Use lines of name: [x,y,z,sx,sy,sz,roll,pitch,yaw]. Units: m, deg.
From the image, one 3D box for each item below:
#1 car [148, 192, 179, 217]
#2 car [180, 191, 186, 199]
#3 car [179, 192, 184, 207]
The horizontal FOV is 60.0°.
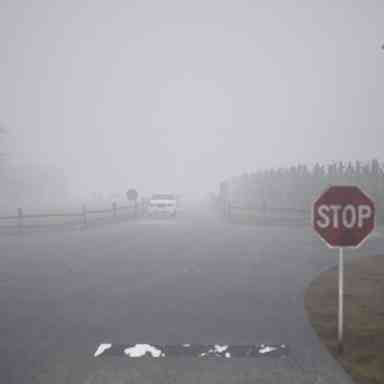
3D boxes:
car: [-2.517,1.044,29.313,2.150,2.045,5.566,0,1,0]
car: [-2.098,0.609,63.403,2.033,1.411,5.357,0,2,1]
car: [-2.403,1.147,42.465,2.033,1.411,5.357,0,1,1]
